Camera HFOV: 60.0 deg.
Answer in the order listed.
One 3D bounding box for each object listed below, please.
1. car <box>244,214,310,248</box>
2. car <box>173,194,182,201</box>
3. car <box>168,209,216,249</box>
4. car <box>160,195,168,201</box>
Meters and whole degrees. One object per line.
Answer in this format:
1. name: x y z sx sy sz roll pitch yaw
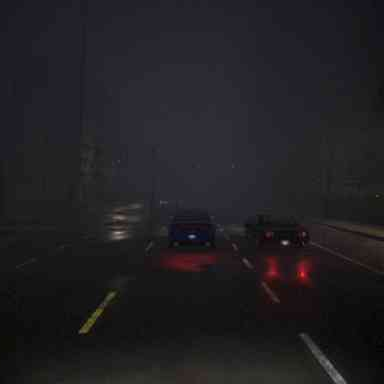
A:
1. car: 3.500 1.615 14.680 1.895 1.301 4.718 0 0 0
2. car: -3.500 1.331 83.097 2.097 1.767 4.553 0 0 0
3. car: 0.000 1.484 14.650 1.882 1.535 5.008 0 0 0
4. car: -7.000 1.501 83.067 2.128 1.511 4.902 0 0 0
